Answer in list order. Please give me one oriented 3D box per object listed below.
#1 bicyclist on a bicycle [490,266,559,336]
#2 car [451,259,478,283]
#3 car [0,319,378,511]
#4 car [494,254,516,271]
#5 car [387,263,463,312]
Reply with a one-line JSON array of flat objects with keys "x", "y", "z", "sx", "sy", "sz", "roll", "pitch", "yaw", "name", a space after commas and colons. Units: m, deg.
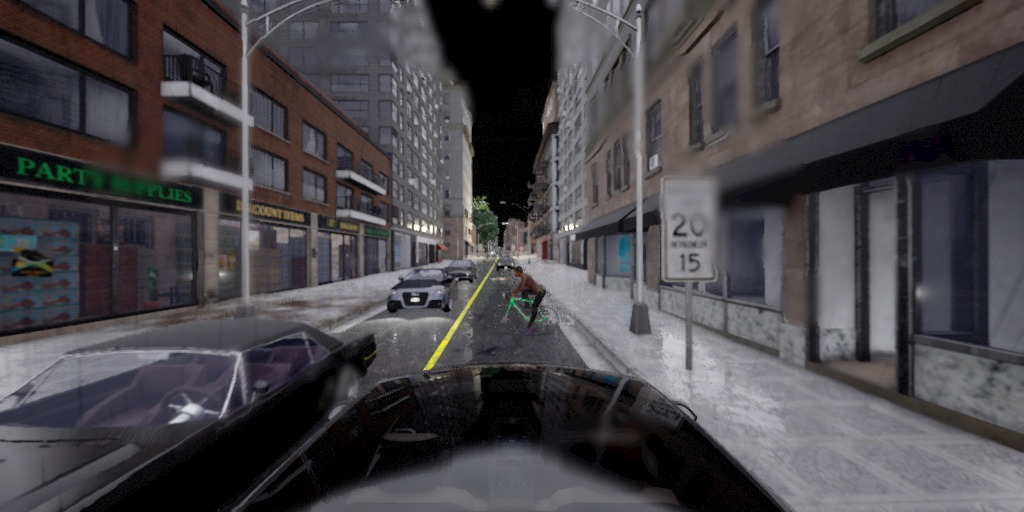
[{"x": 0.304, "y": 1.059, "z": 8.530, "sx": 1.656, "sy": 1.620, "sz": 0.582, "roll": 0, "pitch": 1, "yaw": -1, "name": "bicyclist on a bicycle"}, {"x": -3.291, "y": 0.937, "z": 23.725, "sx": 2.033, "sy": 1.411, "sz": 5.357, "roll": 0, "pitch": 1, "yaw": -1, "name": "car"}, {"x": -2.844, "y": 1.342, "z": 2.985, "sx": 1.895, "sy": 1.301, "sz": 4.718, "roll": 0, "pitch": 1, "yaw": -1, "name": "car"}, {"x": -0.610, "y": 0.755, "z": 35.748, "sx": 1.895, "sy": 1.301, "sz": 4.718, "roll": 0, "pitch": 1, "yaw": -1, "name": "car"}, {"x": -3.081, "y": 1.138, "z": 13.075, "sx": 1.994, "sy": 1.385, "sz": 4.181, "roll": 0, "pitch": 1, "yaw": -3, "name": "car"}]
